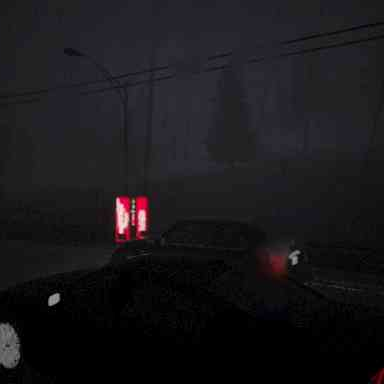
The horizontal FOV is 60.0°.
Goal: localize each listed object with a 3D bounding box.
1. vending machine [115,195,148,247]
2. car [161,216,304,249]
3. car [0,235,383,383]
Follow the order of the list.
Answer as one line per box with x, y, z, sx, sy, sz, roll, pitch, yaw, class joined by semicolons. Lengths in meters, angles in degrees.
-2.569;1.196;14.190;0.880;2.100;1.100;0;0;29;vending machine
0.232;1.351;7.629;4.553;1.767;2.097;0;0;33;car
-0.417;1.478;3.976;5.008;1.535;1.882;0;0;33;car
